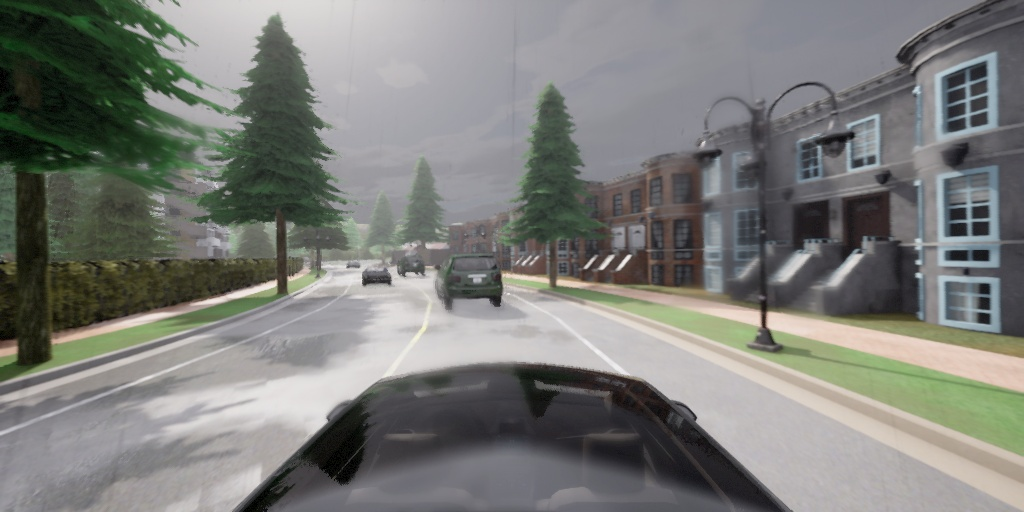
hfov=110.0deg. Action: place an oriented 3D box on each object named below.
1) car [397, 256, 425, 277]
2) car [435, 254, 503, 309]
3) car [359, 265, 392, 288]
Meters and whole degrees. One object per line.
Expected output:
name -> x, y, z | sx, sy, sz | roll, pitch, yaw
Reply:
car -> -10.292, 1.002, 36.484 | 2.150, 2.045, 5.566 | -1, 0, -24
car -> -1.935, 0.943, 15.096 | 2.150, 2.045, 5.566 | -1, 0, -16
car -> -9.551, 1.422, 25.333 | 1.895, 1.301, 4.718 | -1, 0, -22
